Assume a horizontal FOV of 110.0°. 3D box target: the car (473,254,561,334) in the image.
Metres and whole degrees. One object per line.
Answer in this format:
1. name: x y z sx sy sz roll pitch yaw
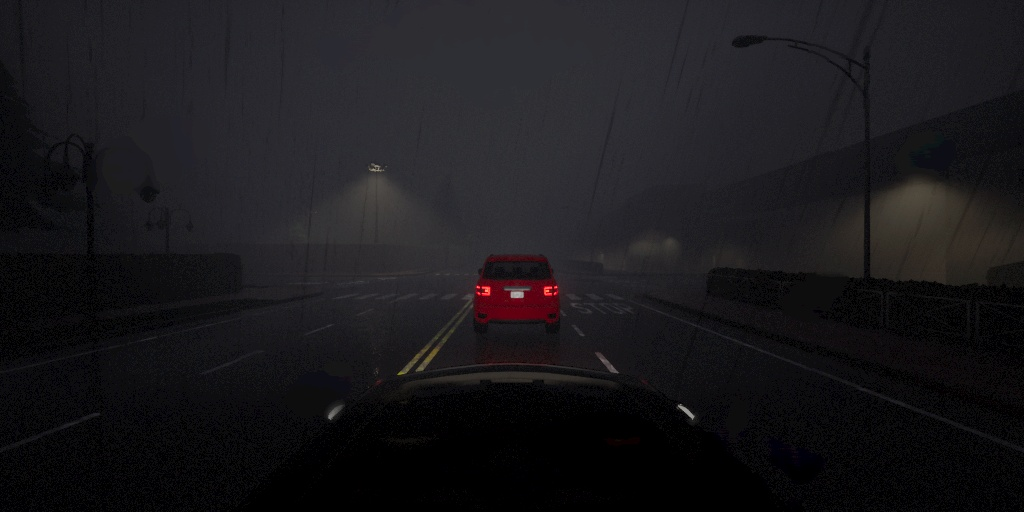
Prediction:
1. car: 0.124 0.971 10.800 2.150 2.045 5.566 0 0 0

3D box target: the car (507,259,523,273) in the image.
1. car: 0.368 1.227 45.650 1.882 1.535 5.008 0 0 1
